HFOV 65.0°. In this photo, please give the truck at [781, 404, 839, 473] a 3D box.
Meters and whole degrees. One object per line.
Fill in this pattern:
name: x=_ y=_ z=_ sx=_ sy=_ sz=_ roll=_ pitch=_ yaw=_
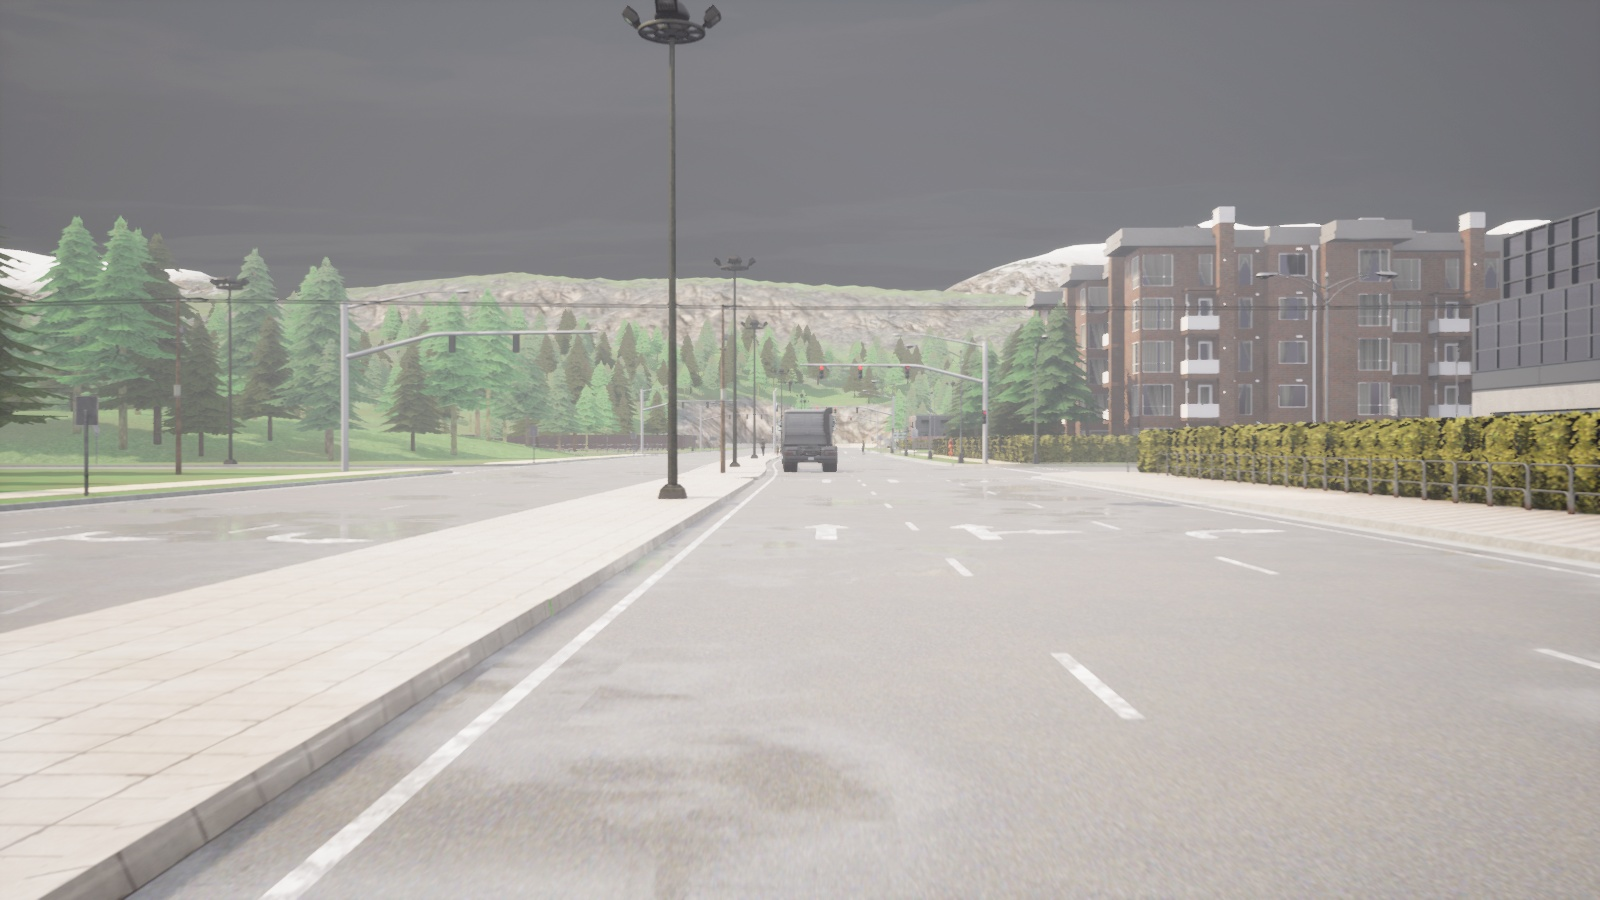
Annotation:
truck: x=0.455 y=-0.615 z=67.426 sx=2.891 sy=3.462 sz=7.936 roll=0 pitch=0 yaw=-1
